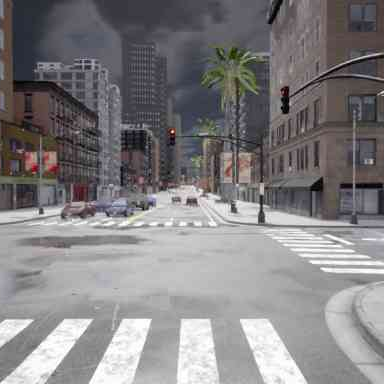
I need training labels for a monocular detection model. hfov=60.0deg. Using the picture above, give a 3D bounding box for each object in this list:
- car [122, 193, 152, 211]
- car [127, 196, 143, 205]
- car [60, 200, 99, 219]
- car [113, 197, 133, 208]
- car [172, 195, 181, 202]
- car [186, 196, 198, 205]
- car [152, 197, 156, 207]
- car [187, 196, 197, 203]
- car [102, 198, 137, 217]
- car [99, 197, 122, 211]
[{"bbox_3d":[-6.671,1.210,41.237,2.150,2.045,5.566,0,0,0],"label":"car"},{"bbox_3d":[-9.922,1.446,58.444,1.882,1.535,5.008,0,0,0],"label":"car"},{"bbox_3d":[-9.902,1.519,29.149,1.812,1.442,4.674,0,0,0],"label":"car"},{"bbox_3d":[-9.935,1.460,48.046,1.882,1.535,5.008,0,0,0],"label":"car"},{"bbox_3d":[-3.300,1.440,70.931,2.128,1.511,4.902,0,0,0],"label":"car"},{"bbox_3d":[-0.010,1.445,58.957,1.882,1.535,5.008,0,0,0],"label":"car"},{"bbox_3d":[-6.683,1.456,51.672,1.882,1.535,5.008,0,0,0],"label":"car"},{"bbox_3d":[-0.060,1.502,71.401,1.994,1.385,4.181,0,0,0],"label":"car"},{"bbox_3d":[-6.659,1.518,30.975,1.812,1.442,4.674,0,0,0],"label":"car"},{"bbox_3d":[-9.917,1.342,38.661,2.097,1.767,4.553,0,0,0],"label":"car"}]
